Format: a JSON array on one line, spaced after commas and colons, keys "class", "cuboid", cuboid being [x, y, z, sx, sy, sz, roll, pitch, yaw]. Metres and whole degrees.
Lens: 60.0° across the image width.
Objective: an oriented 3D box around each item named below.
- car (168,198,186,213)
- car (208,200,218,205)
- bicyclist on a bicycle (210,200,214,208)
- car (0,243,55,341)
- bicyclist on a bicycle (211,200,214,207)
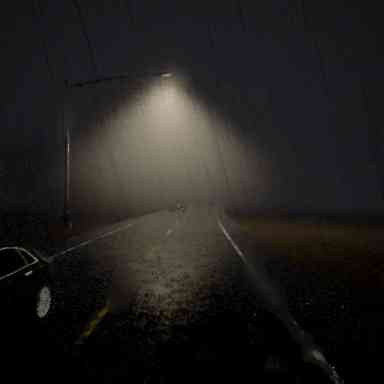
[{"class": "car", "cuboid": [-2.043, 1.854, 47.556, 2.150, 2.045, 5.566, 0, -1, 4]}, {"class": "car", "cuboid": [5.618, 2.874, 93.024, 1.895, 1.301, 4.718, 0, -1, 7]}, {"class": "bicyclist on a bicycle", "cuboid": [3.813, 2.393, 65.541, 0.582, 1.620, 1.656, 0, -1, 5]}, {"class": "car", "cuboid": [-3.556, 1.554, 4.564, 1.837, 1.490, 4.892, 0, -1, 0]}, {"class": "bicyclist on a bicycle", "cuboid": [4.624, 2.555, 74.476, 0.582, 1.620, 1.656, 0, -2, 6]}]
